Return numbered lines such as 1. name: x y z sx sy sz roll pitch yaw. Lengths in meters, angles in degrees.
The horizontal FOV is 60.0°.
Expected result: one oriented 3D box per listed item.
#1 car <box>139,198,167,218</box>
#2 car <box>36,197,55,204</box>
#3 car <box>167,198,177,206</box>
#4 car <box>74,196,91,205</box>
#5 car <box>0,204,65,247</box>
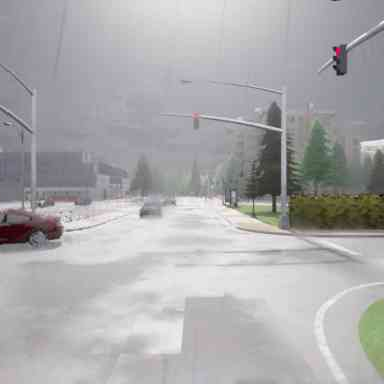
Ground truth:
1. car: -3.582 1.504 30.140 1.837 1.490 4.892 0 0 0
2. car: -20.482 1.384 45.687 1.970 1.475 3.806 0 0 0
3. car: -3.497 1.601 53.134 1.895 1.301 4.718 0 0 1
4. car: -17.425 1.374 53.076 1.845 1.501 3.633 0 0 0
5. car: -7.987 1.478 13.857 5.008 1.535 1.882 0 2 -23
